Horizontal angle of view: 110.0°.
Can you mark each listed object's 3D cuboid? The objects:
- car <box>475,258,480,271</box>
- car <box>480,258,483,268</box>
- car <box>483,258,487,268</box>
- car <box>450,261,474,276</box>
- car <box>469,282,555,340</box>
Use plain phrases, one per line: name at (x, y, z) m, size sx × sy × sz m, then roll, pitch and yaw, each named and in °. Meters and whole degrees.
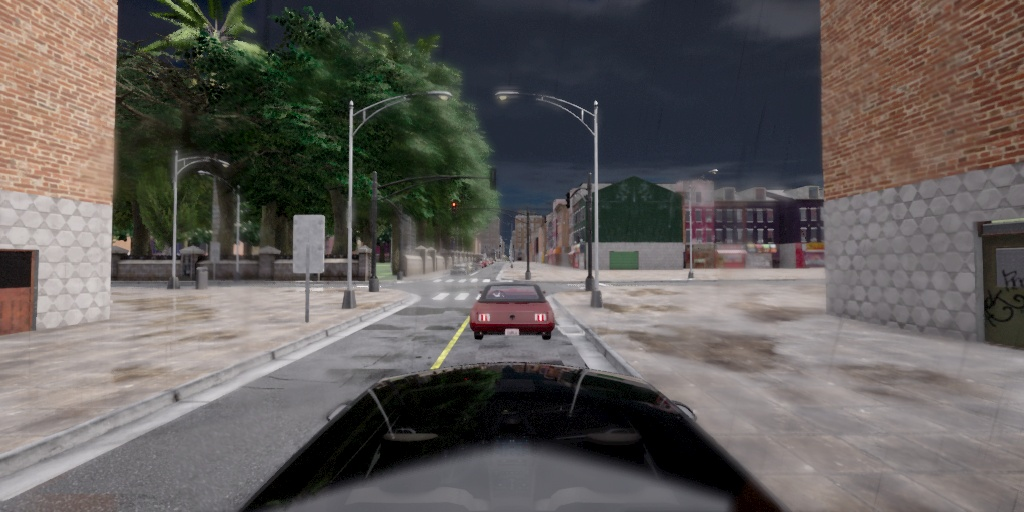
car at (-5.580, 1.347, 45.546) m, size 2.007 × 1.370 × 4.403 m, roll 0°, pitch 0°, yaw 0°
car at (-5.627, 1.373, 50.996) m, size 1.948 × 1.339 × 4.313 m, roll 0°, pitch 0°, yaw 0°
car at (-5.720, 1.420, 61.895) m, size 1.802 × 1.307 × 4.207 m, roll 0°, pitch 0°, yaw 0°
car at (-5.546, 1.334, 38.411) m, size 2.007 × 1.370 × 4.403 m, roll 0°, pitch 0°, yaw 0°
car at (0.025, 1.355, 9.940) m, size 1.895 × 1.301 × 4.718 m, roll 0°, pitch 0°, yaw 0°
